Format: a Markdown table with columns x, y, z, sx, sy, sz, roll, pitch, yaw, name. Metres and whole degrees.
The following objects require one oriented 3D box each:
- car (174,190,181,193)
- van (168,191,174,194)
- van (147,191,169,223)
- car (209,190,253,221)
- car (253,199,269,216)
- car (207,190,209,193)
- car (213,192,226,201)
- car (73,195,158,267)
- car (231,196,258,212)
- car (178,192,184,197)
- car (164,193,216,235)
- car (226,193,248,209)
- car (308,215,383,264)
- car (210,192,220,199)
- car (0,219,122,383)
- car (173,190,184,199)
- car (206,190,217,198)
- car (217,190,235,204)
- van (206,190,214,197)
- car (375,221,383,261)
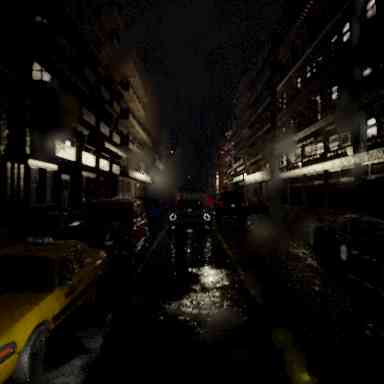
| x | y | z | sx | sy | sz | roll | pitch | yaw | name |
| --- | --- | --- | --- | --- | --- | --- | --- | --- | --- |
| -2.765 | 0.832 | 38.693 | 2.192 | 1.841 | 5.009 | 2 | 1 | 0 | car |
| -2.705 | 0.984 | 27.634 | 1.690 | 1.788 | 3.998 | 2 | 1 | 0 | van |
| -2.673 | 1.050 | 22.102 | 1.690 | 1.788 | 3.998 | 2 | 1 | 0 | van |
| 2.649 | 0.925 | 24.108 | 2.150 | 2.045 | 5.566 | 0 | 1 | 0 | car |
| 5.171 | 1.214 | 27.618 | 1.887 | 1.381 | 4.507 | 1 | 1 | 0 | car |
| 2.568 | 0.880 | 39.116 | 2.097 | 1.767 | 4.553 | 0 | 1 | 0 | car |
| 4.955 | 0.745 | 60.801 | 1.967 | 1.590 | 4.097 | 1 | 1 | 0 | car |
| -2.611 | 1.162 | 11.044 | 2.192 | 1.841 | 5.009 | 2 | 1 | 0 | car |
| 5.140 | 1.150 | 33.148 | 1.887 | 1.381 | 4.507 | 1 | 1 | 0 | car |
| -3.079 | 0.564 | 94.000 | 1.802 | 1.307 | 4.206 | 1 | 0 | 0 | car |
| -0.107 | 1.131 | 17.187 | 2.097 | 1.767 | 4.553 | 0 | 1 | -1 | car |
| 5.120 | 0.983 | 38.678 | 1.967 | 1.590 | 4.097 | 1 | 1 | 0 | car |
| 5.262 | 1.424 | 11.028 | 2.008 | 1.369 | 4.403 | 2 | 1 | 0 | car |
| 4.891 | 0.780 | 71.865 | 1.802 | 1.307 | 4.206 | 1 | 1 | 0 | car |
| -2.586 | 1.446 | 5.346 | 1.752 | 1.417 | 4.829 | 2 | 1 | 0 | car |
| -2.949 | 0.487 | 71.873 | 2.192 | 1.841 | 5.009 | 2 | 1 | 0 | car |
| 4.836 | 0.414 | 82.924 | 2.192 | 1.841 | 5.009 | 1 | 0 | 0 | car |
| 5.020 | 0.735 | 49.737 | 2.192 | 1.841 | 5.009 | 1 | 1 | 0 | car |
| 4.804 | 0.393 | 88.456 | 1.690 | 1.788 | 3.998 | 1 | 0 | 0 | van |
| 5.292 | 1.489 | 5.496 | 1.887 | 1.381 | 4.507 | 2 | 1 | 0 | car |
